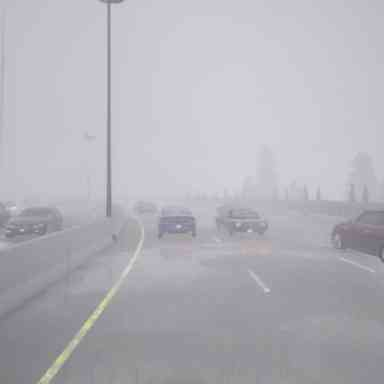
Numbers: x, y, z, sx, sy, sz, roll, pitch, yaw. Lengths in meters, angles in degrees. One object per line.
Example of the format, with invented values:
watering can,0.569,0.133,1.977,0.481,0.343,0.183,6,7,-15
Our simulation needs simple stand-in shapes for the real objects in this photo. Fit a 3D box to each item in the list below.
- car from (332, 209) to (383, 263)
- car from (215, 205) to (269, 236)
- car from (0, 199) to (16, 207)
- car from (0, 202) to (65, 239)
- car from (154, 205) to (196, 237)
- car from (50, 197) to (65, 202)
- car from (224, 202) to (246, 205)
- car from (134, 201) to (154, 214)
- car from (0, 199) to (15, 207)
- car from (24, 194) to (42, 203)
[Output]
car,6.736,1.355,11.520,2.097,1.767,4.553,0,0,-3
car,2.562,1.611,18.456,1.895,1.301,4.718,0,0,-7
car,-30.713,1.813,55.449,1.895,1.301,4.718,0,0,-35
car,-8.154,1.520,17.717,1.837,1.490,4.892,0,0,-8
car,-0.955,1.489,18.229,1.882,1.535,5.008,0,0,-7
car,-22.868,1.678,56.367,1.837,1.490,4.892,0,0,-33
car,3.851,1.574,30.473,2.033,1.411,5.357,0,0,-14
car,-5.155,1.615,36.217,1.994,1.385,4.181,0,0,-18
car,-11.816,1.371,18.568,2.097,1.767,4.553,0,0,-10
car,-27.010,1.427,56.252,2.150,2.045,5.566,0,0,-35
